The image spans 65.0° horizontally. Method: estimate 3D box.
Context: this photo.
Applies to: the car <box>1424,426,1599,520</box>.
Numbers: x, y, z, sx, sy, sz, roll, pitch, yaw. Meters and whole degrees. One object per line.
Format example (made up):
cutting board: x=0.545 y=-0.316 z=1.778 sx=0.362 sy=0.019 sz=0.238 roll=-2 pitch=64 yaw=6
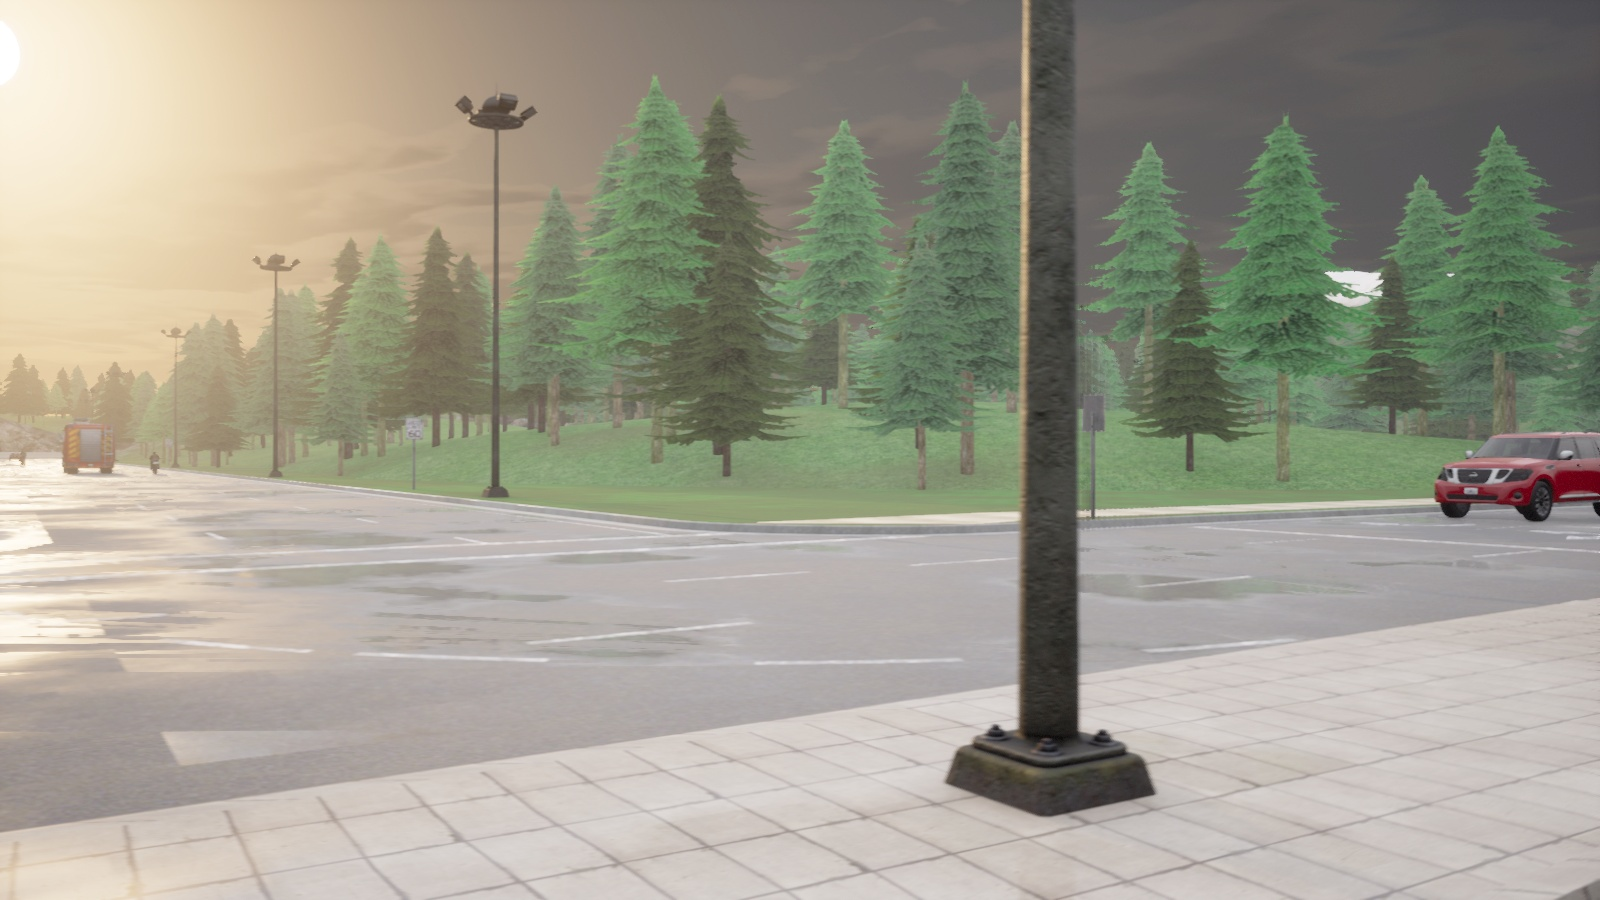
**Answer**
car: x=17.382 y=0.502 z=29.716 sx=5.566 sy=2.045 sz=2.150 roll=0 pitch=0 yaw=-33
